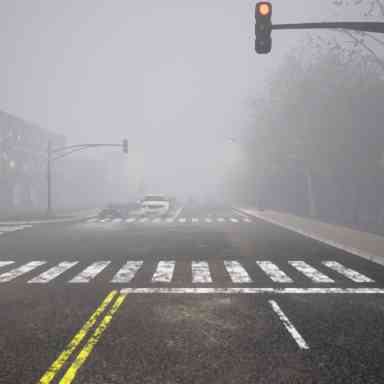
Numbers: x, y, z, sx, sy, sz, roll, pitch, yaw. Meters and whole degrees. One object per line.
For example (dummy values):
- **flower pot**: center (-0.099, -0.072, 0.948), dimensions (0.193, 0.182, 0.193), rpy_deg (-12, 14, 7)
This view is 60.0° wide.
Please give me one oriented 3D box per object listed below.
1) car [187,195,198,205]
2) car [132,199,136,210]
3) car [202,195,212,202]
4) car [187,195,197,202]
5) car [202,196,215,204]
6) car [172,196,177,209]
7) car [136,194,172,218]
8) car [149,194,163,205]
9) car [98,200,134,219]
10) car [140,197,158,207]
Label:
- **car**: center (0.157, 1.578, 59.324), dimensions (1.895, 1.301, 4.718), rpy_deg (0, 0, 0)
- **car**: center (-6.546, 1.551, 39.201), dimensions (1.994, 1.385, 4.181), rpy_deg (0, 0, 2)
- **car**: center (3.324, 1.509, 74.730), dimensions (2.033, 1.411, 5.357), rpy_deg (0, 0, 0)
- **car**: center (0.076, 1.494, 74.654), dimensions (2.128, 1.511, 4.902), rpy_deg (0, 0, 0)
- **car**: center (3.414, 1.576, 64.712), dimensions (1.895, 1.301, 4.718), rpy_deg (0, 0, 0)
- **car**: center (-3.302, 1.587, 42.249), dimensions (1.895, 1.301, 4.718), rpy_deg (0, 0, 0)
- **car**: center (-3.312, 1.211, 30.379), dimensions (2.150, 2.045, 5.566), rpy_deg (0, 0, 0)
- **car**: center (-6.502, 1.329, 61.166), dimensions (2.097, 1.767, 4.553), rpy_deg (0, 0, 0)
- **car**: center (-6.570, 1.593, 28.648), dimensions (1.895, 1.301, 4.718), rpy_deg (0, 0, 0)
- **car**: center (-6.537, 1.474, 50.767), dimensions (2.128, 1.511, 4.902), rpy_deg (0, 0, 0)
